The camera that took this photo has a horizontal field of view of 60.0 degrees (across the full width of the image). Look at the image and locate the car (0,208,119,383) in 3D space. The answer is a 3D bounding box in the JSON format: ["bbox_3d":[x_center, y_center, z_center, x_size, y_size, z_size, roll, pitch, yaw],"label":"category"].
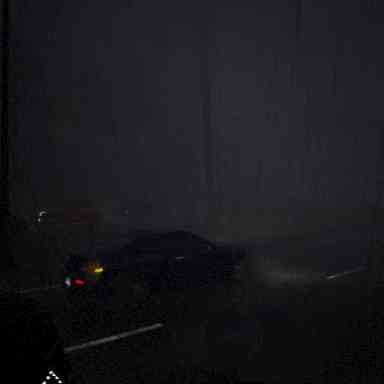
[{"bbox_3d":[-3.372,1.213,1.363,5.566,2.045,2.150,1,0,-36],"label":"car"}]

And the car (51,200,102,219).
[{"bbox_3d":[-8.880,1.416,23.717,4.553,1.767,2.097,0,0,-38],"label":"car"}]

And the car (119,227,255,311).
[{"bbox_3d":[-0.562,1.556,7.827,4.674,1.442,1.812,0,0,-37],"label":"car"}]

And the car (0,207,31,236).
[{"bbox_3d":[-11.042,1.595,17.712,4.181,1.385,1.994,0,0,-36],"label":"car"}]

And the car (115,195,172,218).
[{"bbox_3d":[-4.474,1.323,31.712,5.566,2.045,2.150,1,0,-41],"label":"car"}]
